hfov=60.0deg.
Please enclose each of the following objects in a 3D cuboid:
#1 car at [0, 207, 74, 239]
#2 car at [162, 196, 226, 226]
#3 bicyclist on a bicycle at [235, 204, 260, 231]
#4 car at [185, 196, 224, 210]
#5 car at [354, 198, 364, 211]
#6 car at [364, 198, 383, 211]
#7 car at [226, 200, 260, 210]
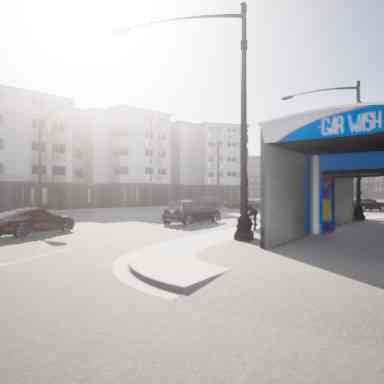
[{"bbox_3d":[-8.344,1.532,17.379,1.812,1.442,4.674,0,0,26],"label":"car"},{"bbox_3d":[0.053,1.357,23.493,2.097,1.767,4.553,0,0,40],"label":"car"},{"bbox_3d":[3.093,1.304,18.357,1.656,1.620,0.582,0,0,38],"label":"bicyclist on a bicycle"},{"bbox_3d":[1.643,1.361,43.003,4.553,1.767,2.097,0,0,-31],"label":"car"},{"bbox_3d":[14.762,1.528,33.872,4.674,1.442,1.812,0,0,-23],"label":"car"},{"bbox_3d":[20.870,1.507,39.721,4.892,1.490,1.837,0,0,-18],"label":"car"},{"bbox_3d":[6.352,1.608,41.735,4.718,1.301,1.895,0,0,-27],"label":"car"}]
